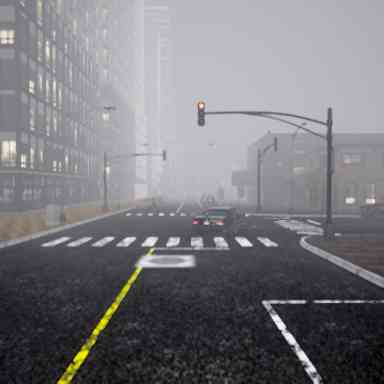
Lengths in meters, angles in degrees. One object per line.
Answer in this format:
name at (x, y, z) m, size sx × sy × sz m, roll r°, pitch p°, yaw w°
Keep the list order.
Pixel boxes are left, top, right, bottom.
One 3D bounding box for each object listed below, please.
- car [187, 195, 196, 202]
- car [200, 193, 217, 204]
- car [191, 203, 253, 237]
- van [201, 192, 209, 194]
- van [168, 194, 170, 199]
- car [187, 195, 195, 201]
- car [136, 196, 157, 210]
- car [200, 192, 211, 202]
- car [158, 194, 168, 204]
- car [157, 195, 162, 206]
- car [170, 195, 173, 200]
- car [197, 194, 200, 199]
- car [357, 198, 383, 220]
car at (-0.182, 1.363, 69.957) m, size 2.128 × 1.511 × 4.902 m, roll 0°, pitch 0°, yaw 0°
car at (2.553, 1.329, 47.785) m, size 1.967 × 1.590 × 4.097 m, roll -1°, pitch 0°, yaw 0°
car at (1.768, 1.505, 17.823) m, size 2.033 × 1.411 × 5.357 m, roll 0°, pitch 0°, yaw 25°
van at (2.537, 1.217, 53.429) m, size 1.690 × 1.788 × 3.998 m, roll -1°, pitch 0°, yaw 0°
van at (-5.840, 1.191, 64.749) m, size 1.690 × 1.788 × 3.998 m, roll -1°, pitch 0°, yaw 0°
car at (-0.207, 1.334, 79.151) m, size 1.895 × 1.301 × 4.718 m, roll 0°, pitch 0°, yaw 0°
car at (-5.948, 1.427, 42.003) m, size 1.752 × 1.417 × 4.829 m, roll -1°, pitch 0°, yaw 0°
car at (2.914, 1.058, 73.723) m, size 2.150 × 2.045 × 5.566 m, roll 0°, pitch 0°, yaw 0°
car at (-5.822, 1.429, 59.106) m, size 1.947 × 1.339 × 4.313 m, roll -1°, pitch 0°, yaw 0°
car at (-5.792, 1.454, 47.817) m, size 1.947 × 1.339 × 4.313 m, roll -1°, pitch 0°, yaw 0°
car at (-5.897, 1.326, 87.156) m, size 1.752 × 1.417 × 4.829 m, roll -1°, pitch 0°, yaw 0°
car at (2.521, 1.178, 59.072) m, size 2.192 × 1.841 × 5.009 m, roll -1°, pitch 0°, yaw 0°
car at (16.457, 1.357, 27.533) m, size 5.009 × 1.841 × 2.192 m, roll 1°, pitch 0°, yaw 1°
